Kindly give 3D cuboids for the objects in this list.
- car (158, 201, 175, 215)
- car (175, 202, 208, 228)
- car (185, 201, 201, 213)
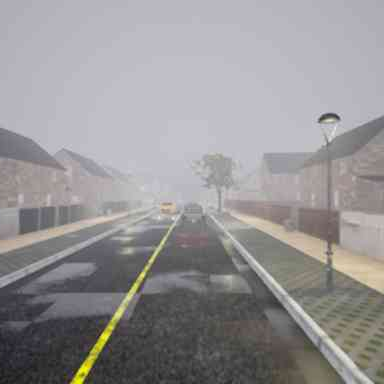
[{"bbox_3d":[-2.828,1.814,38.601,1.882,1.535,5.008,0,-1,0],"label":"car"},{"bbox_3d":[0.110,1.670,23.682,2.128,1.511,4.902,0,0,0],"label":"car"},{"bbox_3d":[0.116,1.959,43.541,1.994,1.385,4.181,0,-1,0],"label":"car"}]
